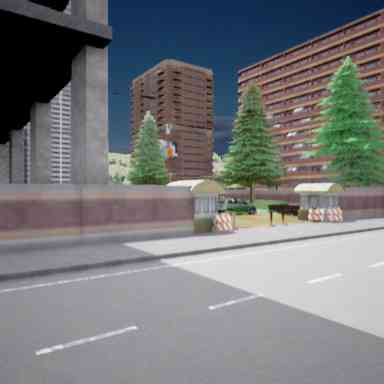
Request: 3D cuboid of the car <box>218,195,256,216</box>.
[{"bbox_3d":[3.846,1.285,29.559,3.988,1.617,1.851,0,0,-35],"label":"car"}]
